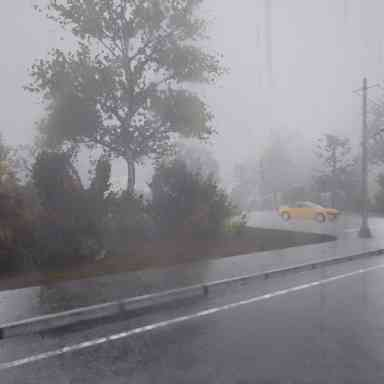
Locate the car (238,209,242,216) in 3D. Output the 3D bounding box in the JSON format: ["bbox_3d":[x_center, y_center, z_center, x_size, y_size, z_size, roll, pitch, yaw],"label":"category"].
[{"bbox_3d":[2.986,1.591,34.350,2.097,1.767,4.553,0,-1,-43],"label":"car"}]

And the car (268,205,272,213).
[{"bbox_3d":[10.683,1.687,36.559,1.837,1.490,4.892,0,-1,-40],"label":"car"}]

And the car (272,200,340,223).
[{"bbox_3d":[9.321,1.573,26.863,1.882,1.535,5.008,0,-1,-39],"label":"car"}]
